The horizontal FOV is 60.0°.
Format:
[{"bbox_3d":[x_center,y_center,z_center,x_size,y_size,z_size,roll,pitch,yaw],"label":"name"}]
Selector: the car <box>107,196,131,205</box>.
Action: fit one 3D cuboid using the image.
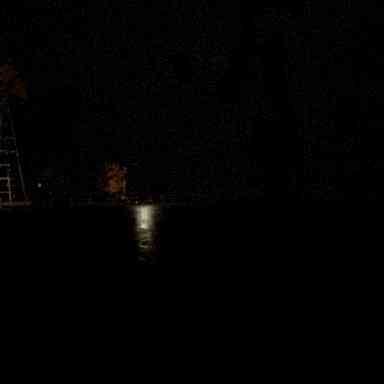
[{"bbox_3d":[-13.466,1.512,61.562,1.837,1.490,4.892,1,1,39],"label":"car"}]
